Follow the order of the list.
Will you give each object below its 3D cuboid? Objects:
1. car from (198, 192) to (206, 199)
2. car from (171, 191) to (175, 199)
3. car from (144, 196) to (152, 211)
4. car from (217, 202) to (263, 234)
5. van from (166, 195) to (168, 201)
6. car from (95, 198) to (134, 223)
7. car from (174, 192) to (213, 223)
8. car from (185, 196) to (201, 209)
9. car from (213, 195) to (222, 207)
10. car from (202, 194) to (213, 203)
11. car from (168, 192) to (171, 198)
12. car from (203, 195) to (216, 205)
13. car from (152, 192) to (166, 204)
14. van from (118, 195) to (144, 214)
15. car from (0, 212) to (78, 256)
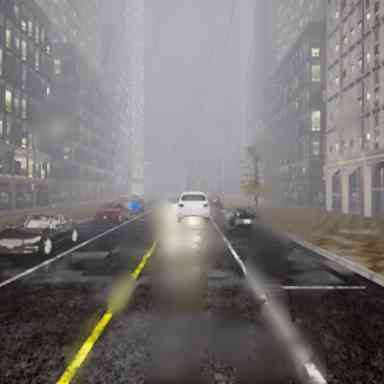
[{"bbox_3d":[2.688,0.862,86.598,1.967,1.590,4.097,0,0,0],"label":"car"},{"bbox_3d":[-5.693,0.948,86.443,1.752,1.417,4.829,0,0,0],"label":"car"},{"bbox_3d":[-5.690,1.355,35.386,1.802,1.307,4.206,0,0,0],"label":"car"},{"bbox_3d":[2.692,1.450,18.297,1.947,1.339,4.313,0,0,0],"label":"car"},{"bbox_3d":[-5.690,0.960,58.153,1.690,1.788,3.998,0,0,0],"label":"van"},{"bbox_3d":[-5.689,1.392,24.001,1.887,1.381,4.507,0,0,0],"label":"car"},{"bbox_3d":[0.098,1.062,23.863,2.150,2.045,5.566,0,-1,0],"label":"car"},{"bbox_3d":[0.094,1.258,41.442,1.812,1.442,4.674,0,0,0],"label":"car"},{"bbox_3d":[2.691,1.175,41.063,1.967,1.590,4.097,0,0,0],"label":"car"},{"bbox_3d":[2.689,1.143,58.310,1.752,1.417,4.829,0,0,0],"label":"car"},{"bbox_3d":[-5.692,1.145,63.846,1.947,1.339,4.313,0,0,0],"label":"car"},{"bbox_3d":[2.690,1.240,52.448,1.802,1.307,4.206,0,0,0],"label":"car"},{"bbox_3d":[-5.690,1.098,52.460,1.967,1.590,4.097,0,0,0],"label":"car"},{"bbox_3d":[-5.688,1.151,29.693,1.690,1.788,3.998,0,0,0],"label":"van"},{"bbox_3d":[-5.688,1.471,12.617,2.008,1.369,4.403,0,0,0],"label":"car"}]
